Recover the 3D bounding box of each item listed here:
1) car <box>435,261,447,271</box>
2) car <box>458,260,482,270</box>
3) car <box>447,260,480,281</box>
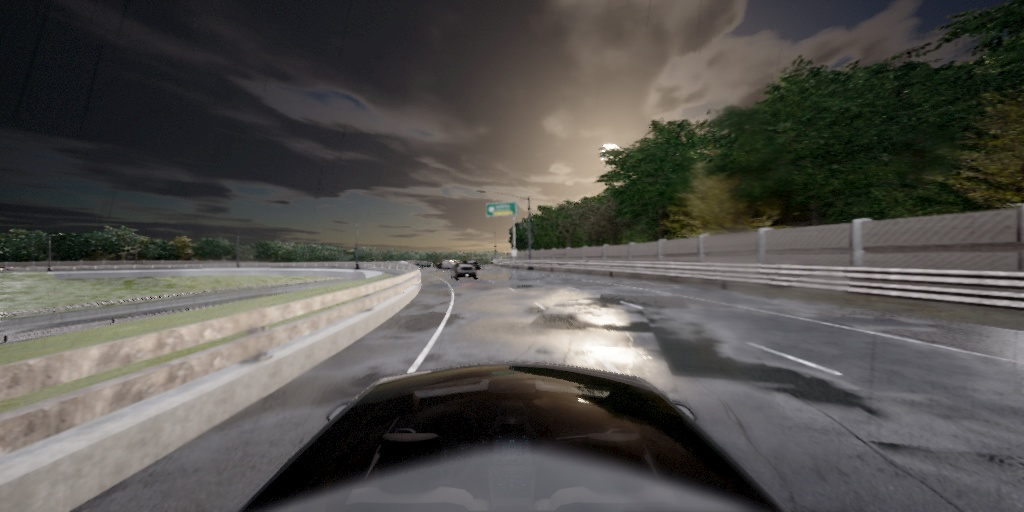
[{"bbox_3d":[-10.104,1.495,54.148,1.994,1.385,4.181,-1,0,-29],"label":"car"},{"bbox_3d":[-6.474,1.370,54.814,1.837,1.490,4.892,-1,0,-28],"label":"car"},{"bbox_3d":[-4.347,1.334,31.769,1.837,1.490,4.892,0,0,-16],"label":"car"}]
